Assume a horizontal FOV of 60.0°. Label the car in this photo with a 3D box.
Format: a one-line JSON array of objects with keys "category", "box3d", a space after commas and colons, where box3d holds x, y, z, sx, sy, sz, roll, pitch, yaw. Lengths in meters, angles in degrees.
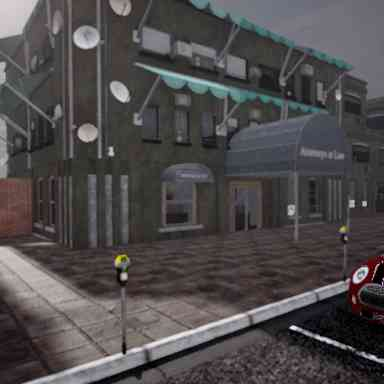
[{"category": "car", "box3d": [4.648, 1.423, 6.177, 4.097, 1.590, 1.967, 0, 0, -38]}]
